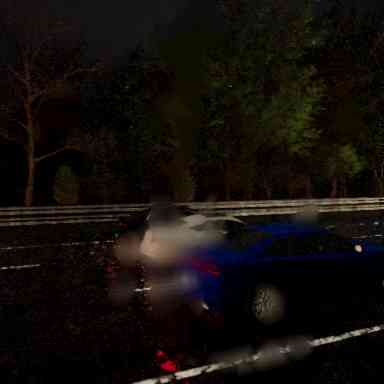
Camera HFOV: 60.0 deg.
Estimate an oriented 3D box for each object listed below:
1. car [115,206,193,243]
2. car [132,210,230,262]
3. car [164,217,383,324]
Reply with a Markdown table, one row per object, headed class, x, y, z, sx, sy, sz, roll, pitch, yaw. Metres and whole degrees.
| class | x | y | z | sx | sy | sz | roll | pitch | yaw |
| --- | --- | --- | --- | --- | --- | --- | --- | --- | --- |
| car | -0.568 | 1.332 | 13.295 | 4.892 | 1.490 | 1.837 | -1 | 1 | -23 |
| car | 0.796 | 1.393 | 10.071 | 4.674 | 1.442 | 1.812 | -1 | 1 | -23 |
| car | 2.158 | 1.383 | 6.851 | 5.008 | 1.535 | 1.882 | -1 | 1 | -23 |
